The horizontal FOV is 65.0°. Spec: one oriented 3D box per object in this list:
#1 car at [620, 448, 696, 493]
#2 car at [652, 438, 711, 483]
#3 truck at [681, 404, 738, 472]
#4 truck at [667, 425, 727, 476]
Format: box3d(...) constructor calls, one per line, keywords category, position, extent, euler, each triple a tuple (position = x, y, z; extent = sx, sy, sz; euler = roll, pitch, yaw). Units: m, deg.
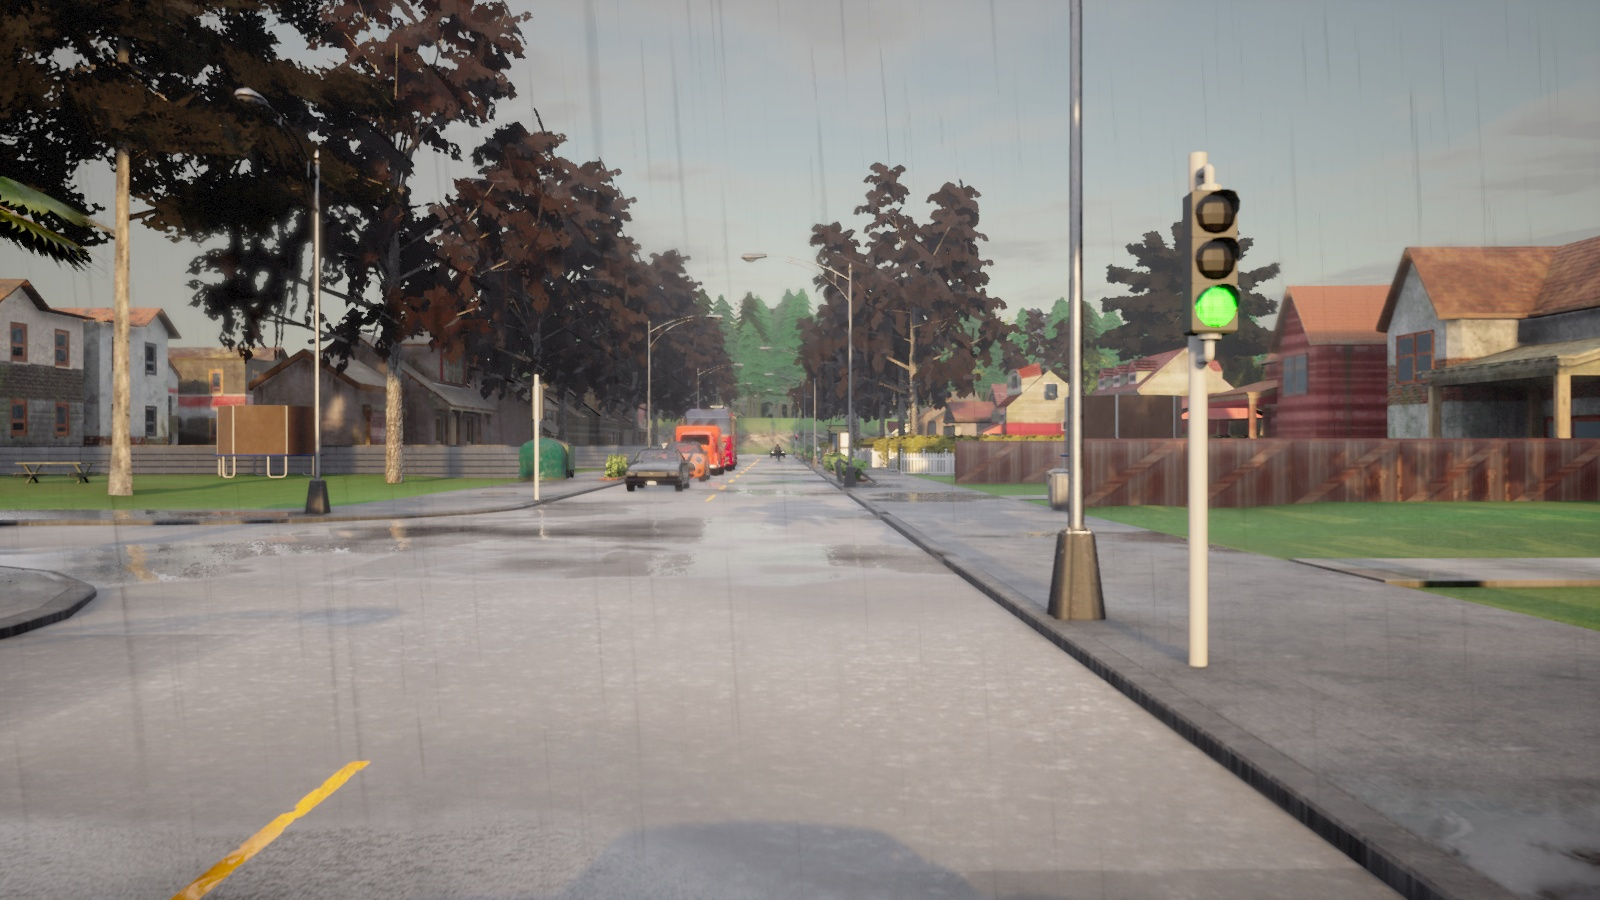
box3d(category="car", position=(-4.706, 0.633, 42.251), extent=(2.033, 1.411, 5.357), euler=(0, 0, -1))
box3d(category="car", position=(-4.882, 0.407, 52.406), extent=(2.097, 1.767, 4.553), euler=(0, 0, -1))
box3d(category="truck", position=(-5.277, -0.699, 74.532), extent=(2.891, 3.827, 8.468), euler=(0, 0, -1))
box3d(category="truck", position=(-5.066, 0.023, 62.638), extent=(2.627, 2.467, 5.204), euler=(0, 0, -1))
